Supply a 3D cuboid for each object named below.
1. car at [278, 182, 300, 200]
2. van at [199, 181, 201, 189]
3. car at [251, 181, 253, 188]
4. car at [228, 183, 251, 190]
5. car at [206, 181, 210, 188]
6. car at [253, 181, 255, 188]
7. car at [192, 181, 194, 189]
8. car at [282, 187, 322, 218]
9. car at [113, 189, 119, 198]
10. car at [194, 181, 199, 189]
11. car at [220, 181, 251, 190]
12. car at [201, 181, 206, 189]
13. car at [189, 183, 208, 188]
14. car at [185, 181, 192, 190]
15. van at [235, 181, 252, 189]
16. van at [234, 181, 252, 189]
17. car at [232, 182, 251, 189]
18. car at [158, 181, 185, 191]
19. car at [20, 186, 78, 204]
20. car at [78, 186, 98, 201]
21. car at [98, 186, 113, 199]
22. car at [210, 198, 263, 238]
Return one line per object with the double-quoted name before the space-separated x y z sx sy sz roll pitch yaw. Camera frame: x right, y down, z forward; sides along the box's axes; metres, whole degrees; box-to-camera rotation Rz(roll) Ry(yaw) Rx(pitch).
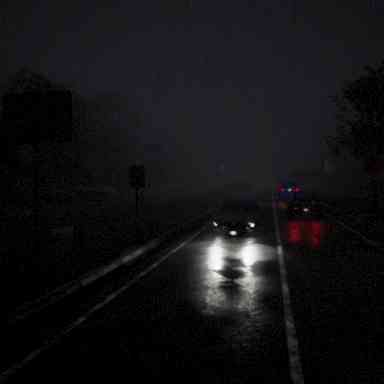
"car" 11.006 -0.169 37.803 2.150 2.045 5.566 1 2 14
"van" -0.794 -1.767 83.909 4.442 1.987 1.878 1 2 13
"car" 9.451 -1.350 70.034 5.566 2.045 2.435 1 2 13
"car" 10.765 -1.264 75.487 4.892 1.521 2.231 1 2 13
"car" 1.417 -1.758 91.977 5.366 1.575 1.946 1 2 13
"car" 11.390 -1.593 78.214 5.566 2.045 2.435 1 2 13
"car" -2.606 -1.268 75.769 4.674 1.452 2.002 1 2 13
"car" 7.073 0.710 21.278 2.128 1.511 4.902 1 2 14
"car" -11.113 -0.001 39.947 4.674 1.452 2.002 1 2 13
"car" -1.291 -1.590 81.173 4.553 1.767 2.185 1 2 13
"car" 8.837 -1.010 67.310 4.892 1.521 2.231 1 2 13
"car" 0.600 -1.645 89.310 4.674 1.452 2.002 1 2 13
"car" 1.880 -1.829 94.730 5.008 1.535 2.097 1 2 13
"car" -3.252 -1.225 73.058 5.008 1.535 2.097 1 2 13
"van" 13.878 -1.862 89.143 4.442 1.987 1.878 1 2 13
"van" 12.819 -1.714 83.634 4.442 1.987 1.878 1 2 13
"car" 12.092 -1.542 80.928 4.553 1.767 2.185 1 2 13
"car" -4.528 -1.047 67.641 5.008 1.535 2.097 1 2 13
"car" -13.352 0.343 30.517 4.674 1.452 2.002 1 2 13
"car" -12.593 0.188 33.700 4.892 1.521 2.231 1 2 13
"car" -11.848 0.070 36.886 5.008 1.535 2.097 1 2 13
"car" 2.112 1.005 14.658 2.033 1.411 5.357 1 2 13
